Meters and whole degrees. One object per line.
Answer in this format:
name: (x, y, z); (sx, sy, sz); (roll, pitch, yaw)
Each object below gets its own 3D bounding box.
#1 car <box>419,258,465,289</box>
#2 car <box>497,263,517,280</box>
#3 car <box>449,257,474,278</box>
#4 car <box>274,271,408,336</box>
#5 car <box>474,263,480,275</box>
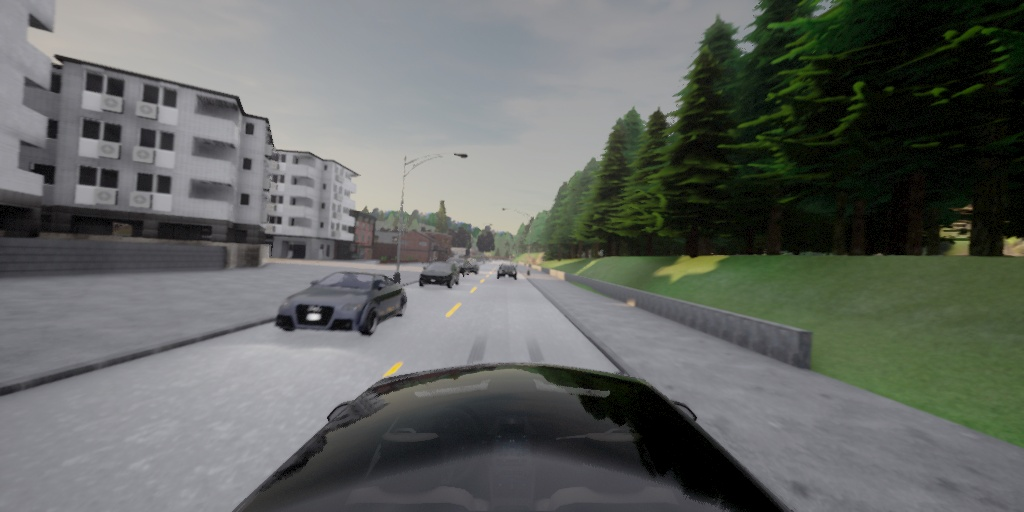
car: (-4.430, 1.102, 22.520); (1.882, 1.535, 5.008); (4, 0, -1)
car: (-0.487, 1.563, 35.183); (1.895, 1.301, 4.718); (4, 0, -1)
car: (-4.428, 0.824, 28.737); (1.837, 1.490, 4.892); (4, 0, -1)
car: (-4.204, 1.108, 9.559); (1.994, 1.385, 4.181); (4, 0, -1)
car: (-4.657, 1.337, 39.694); (1.895, 1.301, 4.718); (4, 0, -1)
